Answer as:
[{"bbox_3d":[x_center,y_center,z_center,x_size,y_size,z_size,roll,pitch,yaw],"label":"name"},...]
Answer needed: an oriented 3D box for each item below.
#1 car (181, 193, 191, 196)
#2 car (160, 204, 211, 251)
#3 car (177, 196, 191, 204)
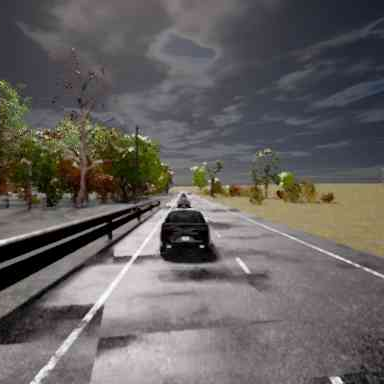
[{"bbox_3d":[-1.988,1.484,80.744,1.994,1.385,4.181,0,0,-1],"label":"car"},{"bbox_3d":[-0.293,1.487,14.085,1.882,1.535,5.008,0,0,-1],"label":"car"},{"bbox_3d":[-1.161,1.574,48.206,1.895,1.301,4.718,0,0,-1],"label":"car"}]
